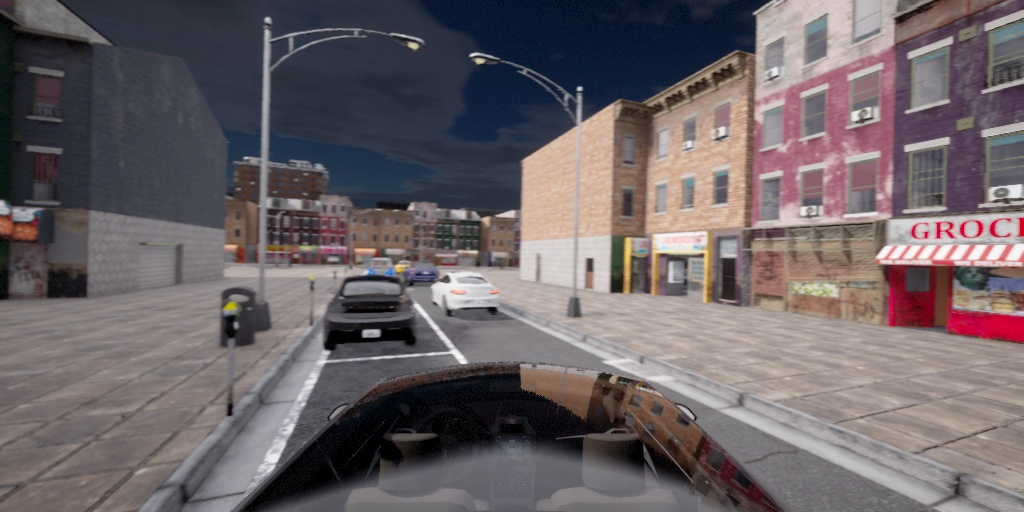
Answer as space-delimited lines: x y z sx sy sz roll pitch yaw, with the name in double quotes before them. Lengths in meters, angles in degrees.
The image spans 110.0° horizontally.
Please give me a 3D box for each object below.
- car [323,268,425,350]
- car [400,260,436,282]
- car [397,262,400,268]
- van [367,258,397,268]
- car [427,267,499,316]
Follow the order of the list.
"car" -3.519 1.220 9.068 1.837 1.490 4.892 1 0 -21
"car" -6.557 1.114 25.879 2.097 1.767 4.553 1 0 -23
"car" -11.709 1.192 39.131 1.801 1.575 5.366 1 0 -21
"van" -9.163 1.034 24.947 1.690 1.789 3.998 0 0 -21
"car" -1.851 1.308 13.468 1.812 1.442 4.674 1 -1 -21
